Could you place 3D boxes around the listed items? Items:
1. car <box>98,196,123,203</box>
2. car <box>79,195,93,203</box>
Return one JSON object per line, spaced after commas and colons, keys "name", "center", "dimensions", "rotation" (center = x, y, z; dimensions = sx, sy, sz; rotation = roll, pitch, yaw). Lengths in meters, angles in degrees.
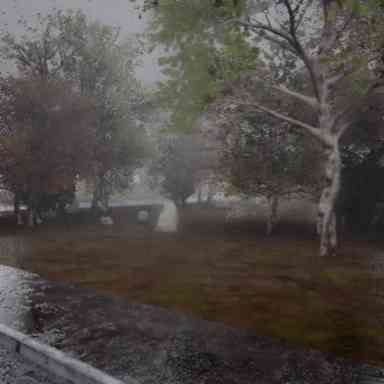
{"name": "car", "center": [-14.648, 1.327, 60.327], "dimensions": [1.994, 1.385, 4.181], "rotation": [0, 1, 37]}
{"name": "car", "center": [-18.194, 1.307, 61.355], "dimensions": [2.033, 1.411, 5.357], "rotation": [0, 0, 38]}
